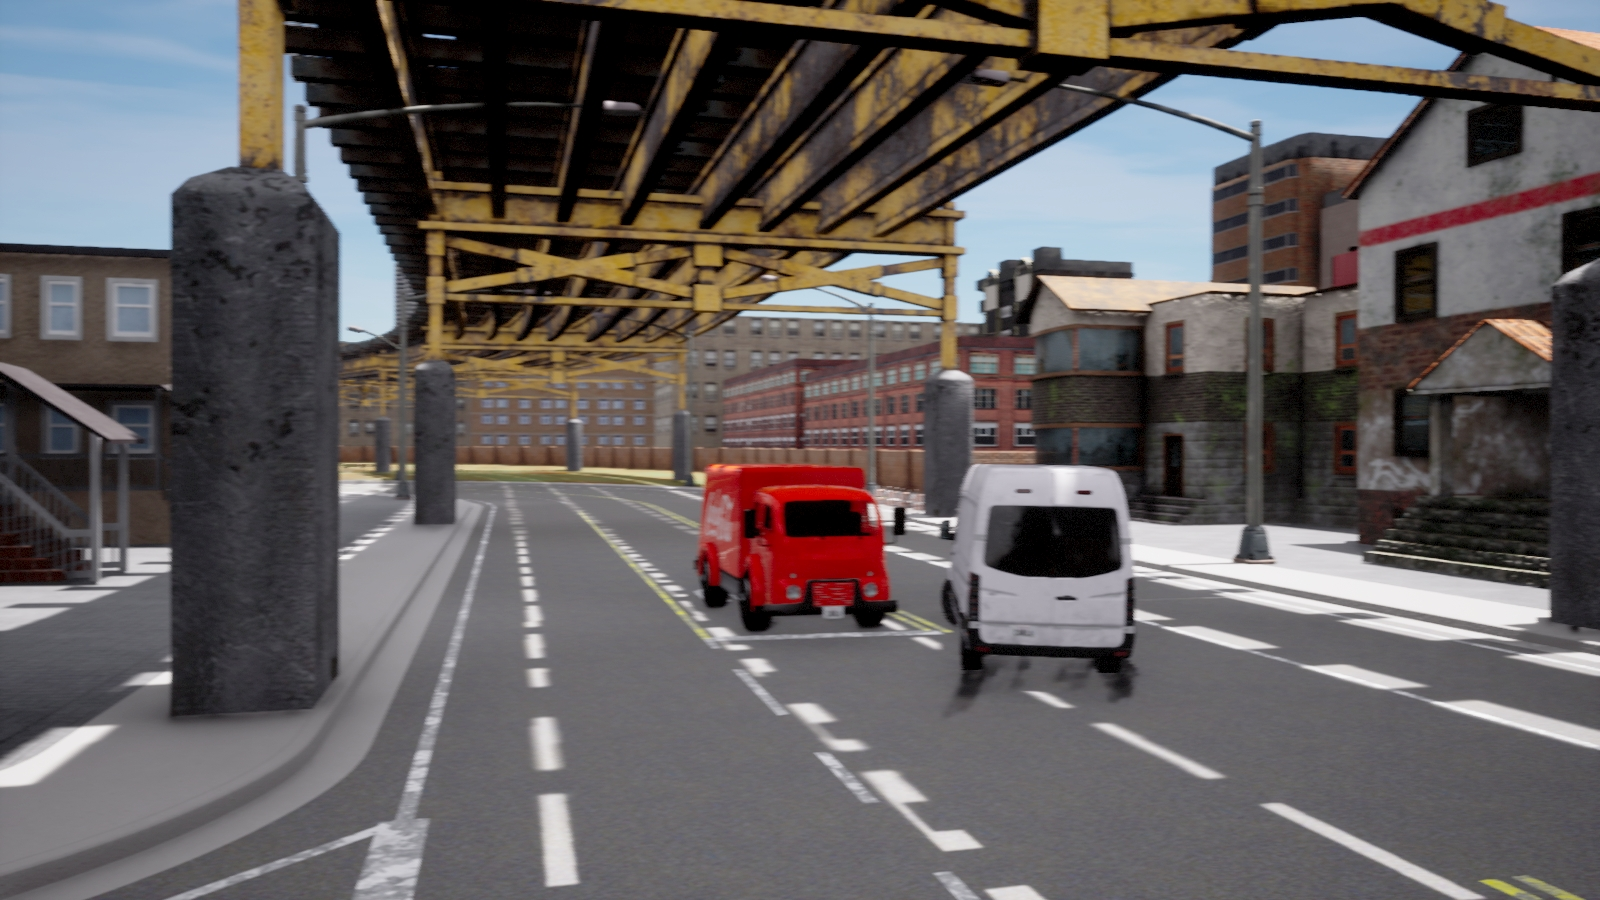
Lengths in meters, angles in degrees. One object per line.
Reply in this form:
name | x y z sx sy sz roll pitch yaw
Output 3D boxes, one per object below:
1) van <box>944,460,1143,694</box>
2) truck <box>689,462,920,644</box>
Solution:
van | 3.157 1.479 16.065 1.988 2.561 5.915 1 0 5
truck | -0.149 1.487 18.984 2.627 2.467 5.204 0 1 -14
